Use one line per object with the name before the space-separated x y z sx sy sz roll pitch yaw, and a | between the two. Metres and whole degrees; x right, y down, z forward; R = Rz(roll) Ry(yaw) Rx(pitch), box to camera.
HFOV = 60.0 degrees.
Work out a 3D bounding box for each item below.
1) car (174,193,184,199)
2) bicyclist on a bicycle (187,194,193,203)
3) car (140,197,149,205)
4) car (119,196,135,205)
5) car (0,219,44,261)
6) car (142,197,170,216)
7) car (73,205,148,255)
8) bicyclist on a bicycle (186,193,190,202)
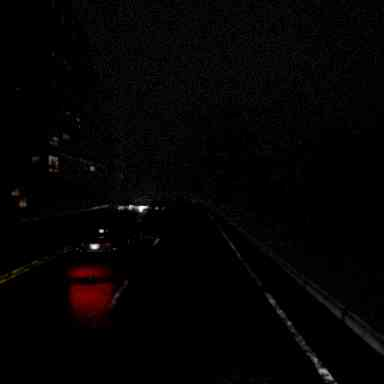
car | -3.292 1.143 92.441 1.882 1.535 5.008 0 0 -6
bicyclist on a bicycle | -0.304 1.313 65.573 0.866 1.612 1.509 0 0 -3
car | -7.133 1.508 52.628 1.895 1.301 4.718 0 0 -2
car | -10.421 1.384 53.471 1.882 1.535 5.008 0 0 -2
car | -6.575 1.581 10.482 1.895 1.301 4.718 0 0 0
car | -3.157 1.491 31.852 2.033 1.411 5.357 0 0 -1
car | -3.121 1.481 13.097 1.837 1.490 4.892 0 0 0
bicyclist on a bicycle | -0.894 1.226 74.564 0.659 1.776 1.843 0 0 -4
